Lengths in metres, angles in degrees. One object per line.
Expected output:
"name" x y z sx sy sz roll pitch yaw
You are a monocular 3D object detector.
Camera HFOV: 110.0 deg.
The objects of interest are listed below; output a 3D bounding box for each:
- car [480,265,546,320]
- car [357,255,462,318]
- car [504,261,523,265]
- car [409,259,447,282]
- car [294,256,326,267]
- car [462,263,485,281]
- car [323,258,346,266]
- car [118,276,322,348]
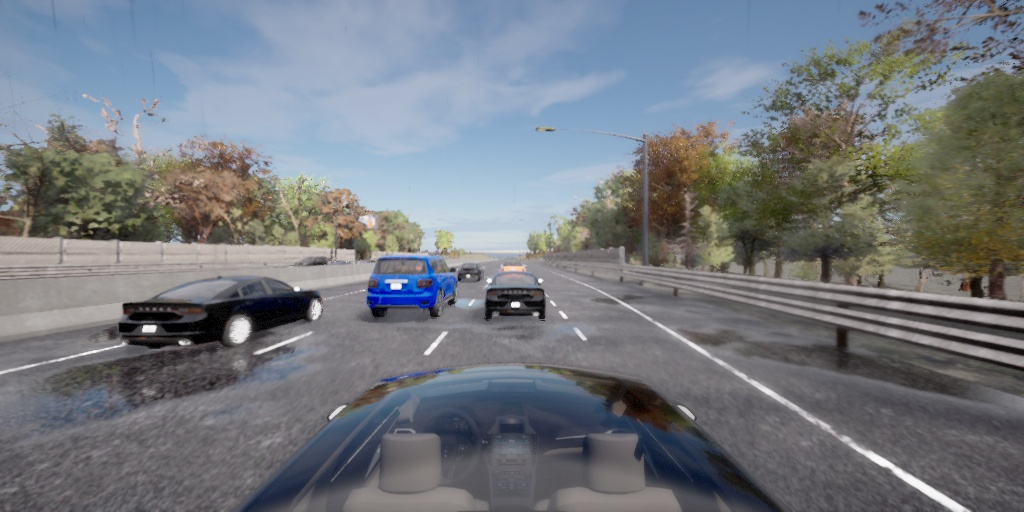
"car" 0.103 1.246 12.709 1.882 1.535 5.008 0 0 0
"car" -3.397 0.991 13.200 2.150 2.045 5.566 0 0 0
"car" 0.106 1.157 29.937 2.097 1.767 4.553 0 0 0
"car" -6.893 1.157 29.972 2.097 1.767 4.553 0 0 0
"car" -28.037 1.080 50.359 2.150 2.045 5.566 0 0 1
"car" -3.391 1.311 30.239 1.837 1.490 4.892 0 0 0
"car" -24.541 1.427 51.165 1.994 1.385 4.181 0 0 0
"car" -6.898 1.240 9.295 1.882 1.535 5.008 0 0 0
